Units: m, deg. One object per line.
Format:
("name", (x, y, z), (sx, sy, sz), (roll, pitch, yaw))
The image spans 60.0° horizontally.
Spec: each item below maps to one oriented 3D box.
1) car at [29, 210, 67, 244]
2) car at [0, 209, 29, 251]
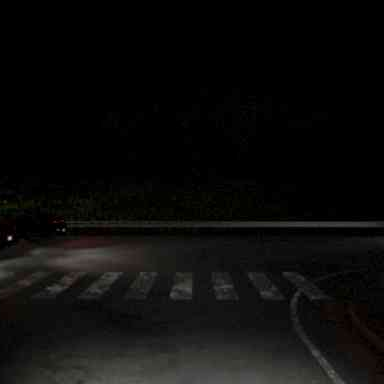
("car", (-8.485, 1.592, 15.774), (4.902, 1.511, 2.128), (0, 0, 0))
("car", (-9.344, 1.295, 12.081), (5.566, 2.045, 2.150), (0, 0, 0))
